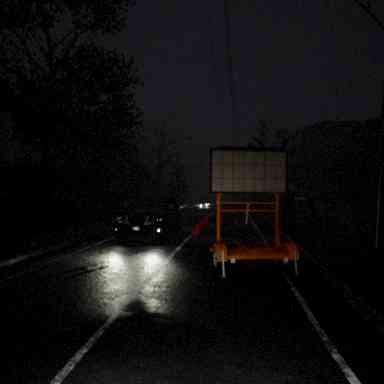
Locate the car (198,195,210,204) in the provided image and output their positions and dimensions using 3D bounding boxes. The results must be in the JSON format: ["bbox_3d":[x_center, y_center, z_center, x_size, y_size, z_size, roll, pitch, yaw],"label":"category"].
[{"bbox_3d":[2.107,1.224,58.204,2.128,1.511,4.902,0,0,0],"label":"car"}]

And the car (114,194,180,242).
[{"bbox_3d":[-1.941,1.125,16.296,2.150,2.045,5.566,1,0,7],"label":"car"}]

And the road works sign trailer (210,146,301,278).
[{"bbox_3d":[1.670,0.441,10.174,2.380,3.560,2.880,1,0,-7],"label":"road works sign trailer"}]
